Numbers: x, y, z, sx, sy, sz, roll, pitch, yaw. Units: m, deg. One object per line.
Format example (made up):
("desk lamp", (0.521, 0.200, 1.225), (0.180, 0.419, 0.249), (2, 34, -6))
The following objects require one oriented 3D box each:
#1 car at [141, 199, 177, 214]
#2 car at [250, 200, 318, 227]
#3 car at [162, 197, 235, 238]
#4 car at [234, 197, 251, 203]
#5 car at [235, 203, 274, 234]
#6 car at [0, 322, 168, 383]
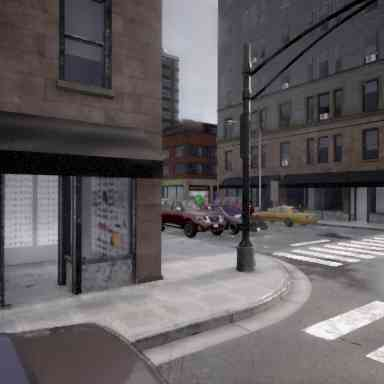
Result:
("car", (-3.682, 1.531, 36.427), (1.887, 1.381, 4.507), (0, 0, -36))
("car", (6.115, 1.530, 22.697), (1.752, 1.417, 4.829), (0, 0, -36))
("car", (-0.323, 1.286, 17.905), (2.192, 1.841, 5.009), (0, 0, -36))
("car", (2.916, 1.314, 27.182), (2.192, 1.841, 5.009), (0, 0, -36))
("car", (1.795, 1.529, 19.245), (2.033, 1.411, 5.357), (0, 0, -38))
("car", (-2.534, 1.547, 1.308), (5.357, 1.411, 2.033), (0, 0, -36))
